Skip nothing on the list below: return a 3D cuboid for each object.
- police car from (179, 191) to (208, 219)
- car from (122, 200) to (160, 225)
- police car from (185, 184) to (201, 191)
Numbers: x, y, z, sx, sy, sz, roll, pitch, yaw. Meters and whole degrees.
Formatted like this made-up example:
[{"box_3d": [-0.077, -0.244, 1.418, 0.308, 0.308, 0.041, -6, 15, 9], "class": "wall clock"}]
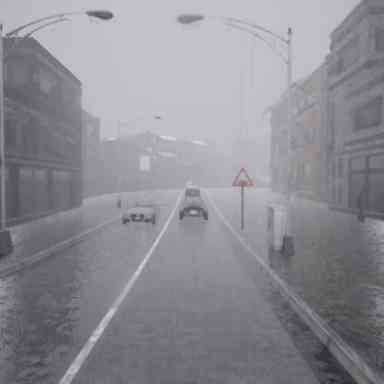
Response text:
[{"box_3d": [0.101, 1.016, 24.021, 2.038, 1.542, 4.974, 0, 3, 0], "class": "police car"}, {"box_3d": [-3.096, 1.219, 20.868, 1.994, 1.385, 4.181, 0, 2, 0], "class": "car"}, {"box_3d": [0.106, -0.230, 42.365, 1.930, 1.638, 5.238, 0, 4, 0], "class": "police car"}]
